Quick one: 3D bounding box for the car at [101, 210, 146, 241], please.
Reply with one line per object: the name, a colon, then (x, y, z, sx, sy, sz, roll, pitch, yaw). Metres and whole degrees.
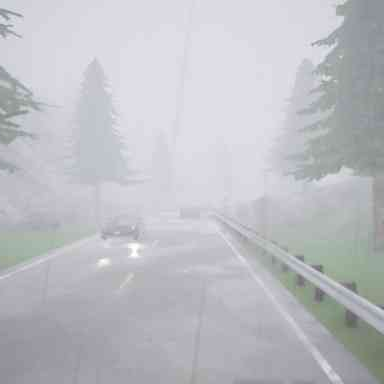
car: (-3.633, 1.739, 18.340, 1.812, 1.442, 4.674, 0, -1, -1)

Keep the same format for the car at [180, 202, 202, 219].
car: (-0.168, 1.987, 33.243, 1.895, 1.301, 4.718, 0, -1, 1)

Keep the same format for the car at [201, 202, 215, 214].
car: (1.593, 2.031, 43.480, 1.812, 1.442, 4.674, 0, -1, 23)
